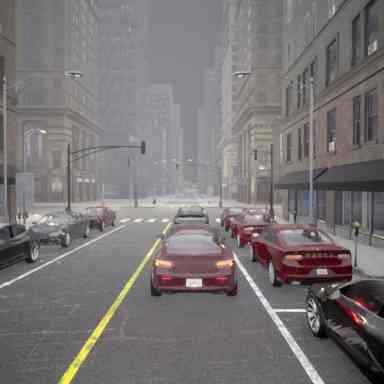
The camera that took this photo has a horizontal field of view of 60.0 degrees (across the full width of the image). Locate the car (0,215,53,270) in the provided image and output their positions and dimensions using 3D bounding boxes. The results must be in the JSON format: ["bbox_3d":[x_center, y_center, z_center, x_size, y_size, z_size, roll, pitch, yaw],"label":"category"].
[{"bbox_3d":[-5.797,1.565,9.203,1.947,1.339,4.313,-1,0,0],"label":"car"}]

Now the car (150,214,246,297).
[{"bbox_3d":[0.045,1.525,8.483,1.812,1.442,4.674,0,0,0],"label":"car"}]

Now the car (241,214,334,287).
[{"bbox_3d":[2.728,1.544,9.228,1.887,1.381,4.507,-1,0,0],"label":"car"}]

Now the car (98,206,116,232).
[{"bbox_3d":[-5.829,1.543,20.214,1.887,1.381,4.507,-1,0,0],"label":"car"}]

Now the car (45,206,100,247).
[{"bbox_3d":[-5.813,1.549,14.708,2.008,1.369,4.403,-1,0,0],"label":"car"}]

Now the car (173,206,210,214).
[{"bbox_3d":[-0.022,1.490,18.256,2.128,1.511,4.902,0,0,1],"label":"car"}]

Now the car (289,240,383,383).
[{"bbox_3d":[2.745,1.565,3.723,1.947,1.339,4.313,-1,0,0],"label":"car"}]

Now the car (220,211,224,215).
[{"bbox_3d":[2.696,1.543,20.239,1.887,1.381,4.507,-1,0,0],"label":"car"}]

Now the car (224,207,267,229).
[{"bbox_3d":[2.712,1.543,14.733,1.887,1.381,4.507,-1,0,0],"label":"car"}]
